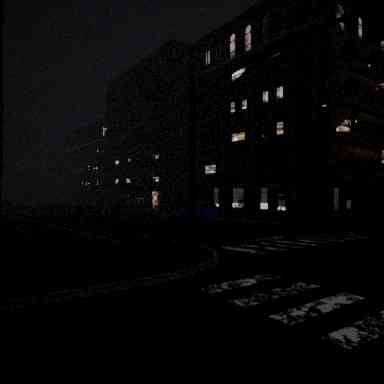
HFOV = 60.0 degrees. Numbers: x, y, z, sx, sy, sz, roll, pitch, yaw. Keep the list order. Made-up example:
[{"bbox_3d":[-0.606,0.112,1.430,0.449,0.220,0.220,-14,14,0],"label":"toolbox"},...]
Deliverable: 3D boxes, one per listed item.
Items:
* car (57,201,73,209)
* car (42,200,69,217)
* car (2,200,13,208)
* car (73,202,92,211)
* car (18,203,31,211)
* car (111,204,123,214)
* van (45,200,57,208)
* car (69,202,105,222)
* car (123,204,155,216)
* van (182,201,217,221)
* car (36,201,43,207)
[{"bbox_3d":[-25.927,2.595,67.707,1.967,1.590,4.097,-1,0,-36],"label":"car"},{"bbox_3d":[-16.161,2.094,39.966,1.967,1.590,4.097,-1,0,-36],"label":"car"},{"bbox_3d":[-42.577,2.719,76.568,2.192,1.841,5.009,-1,0,-36],"label":"car"},{"bbox_3d":[-19.422,2.496,58.694,1.752,1.417,4.829,-1,0,-36],"label":"car"},{"bbox_3d":[-29.267,2.551,58.129,1.752,1.417,4.829,-1,0,-36],"label":"car"},{"bbox_3d":[-9.417,2.253,44.831,1.947,1.339,4.313,-1,0,-36],"label":"car"},{"bbox_3d":[-32.534,2.684,76.858,1.690,1.788,3.998,-1,0,-36],"label":"van"},{"bbox_3d":[-9.558,1.908,30.816,1.967,1.590,4.097,-1,0,-36],"label":"car"},{"bbox_3d":[-6.215,2.122,40.394,1.752,1.417,4.829,-1,0,-36],"label":"car"},{"bbox_3d":[0.622,1.750,31.206,1.690,1.788,3.998,-1,0,-36],"label":"van"},{"bbox_3d":[-39.131,3.097,86.006,1.947,1.339,4.313,-1,0,-36],"label":"car"}]
